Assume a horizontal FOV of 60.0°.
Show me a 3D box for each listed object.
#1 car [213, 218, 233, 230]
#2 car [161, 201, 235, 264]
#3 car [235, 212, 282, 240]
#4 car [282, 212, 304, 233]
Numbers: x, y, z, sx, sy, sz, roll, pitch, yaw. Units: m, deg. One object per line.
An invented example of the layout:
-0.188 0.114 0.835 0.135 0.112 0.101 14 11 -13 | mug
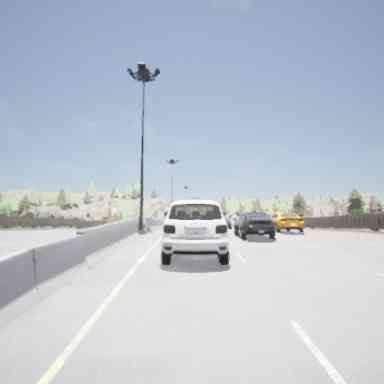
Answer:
3.604 3.831 39.899 1.994 1.385 4.181 0 -6 0 | car
0.102 1.343 12.406 2.150 2.045 5.566 0 -2 0 | car
3.602 1.942 19.654 1.837 1.490 4.892 0 -3 0 | car
7.103 2.340 25.788 1.882 1.535 5.008 0 -5 0 | car
